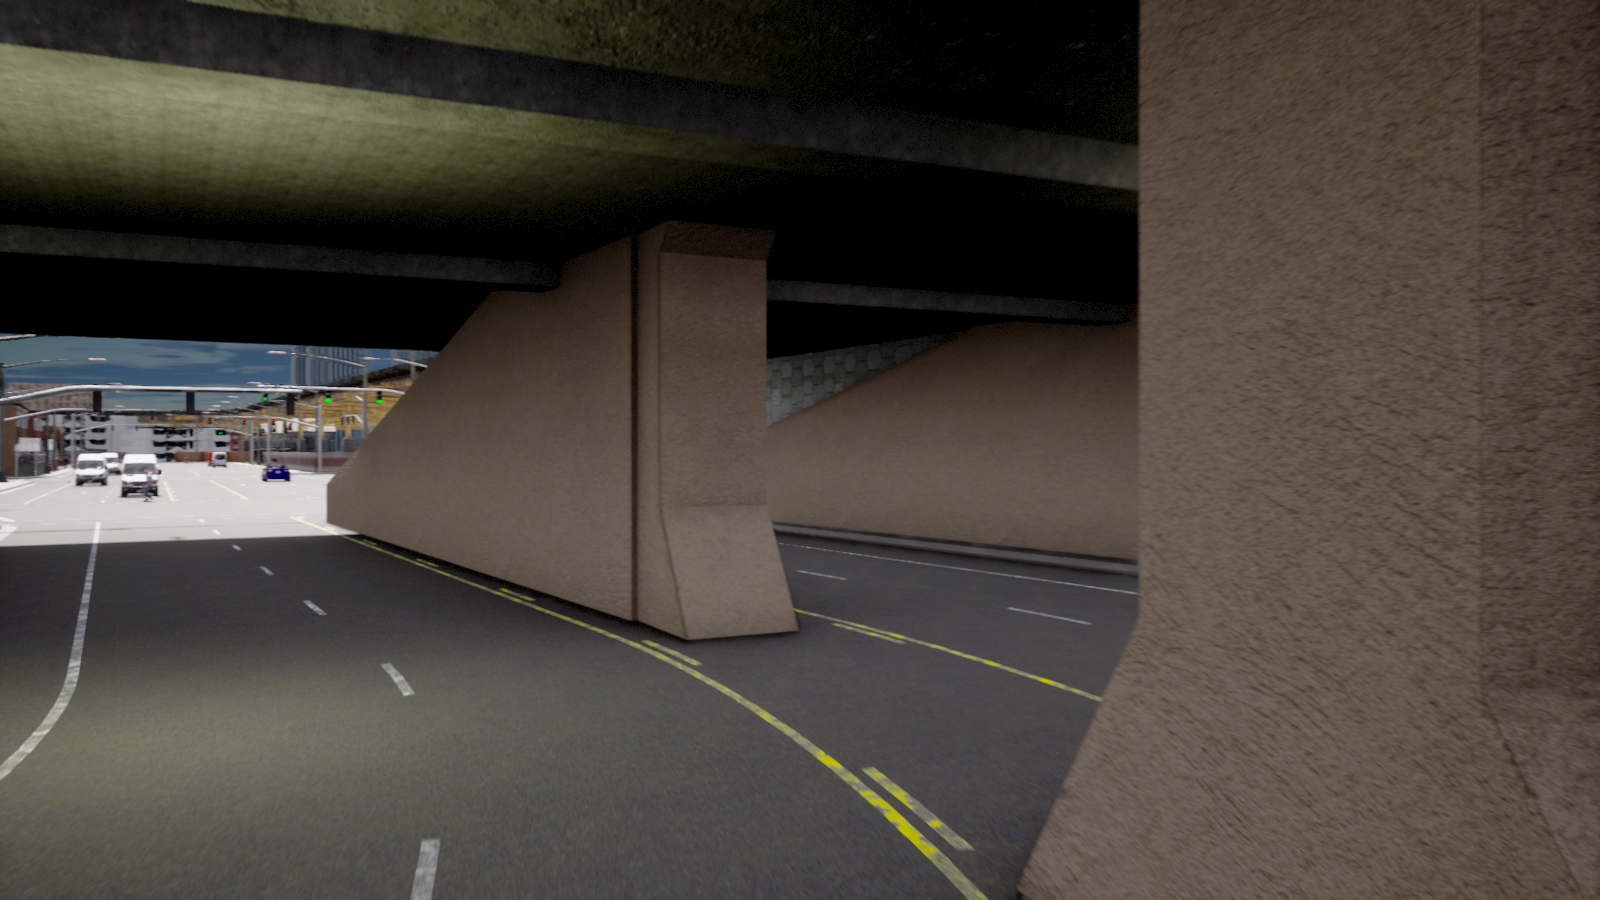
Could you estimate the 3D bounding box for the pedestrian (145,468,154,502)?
[{"bbox_3d":[-35.282,1.900,61.924,0.375,1.860,0.375,0,0,-37],"label":"pedestrian"}]
